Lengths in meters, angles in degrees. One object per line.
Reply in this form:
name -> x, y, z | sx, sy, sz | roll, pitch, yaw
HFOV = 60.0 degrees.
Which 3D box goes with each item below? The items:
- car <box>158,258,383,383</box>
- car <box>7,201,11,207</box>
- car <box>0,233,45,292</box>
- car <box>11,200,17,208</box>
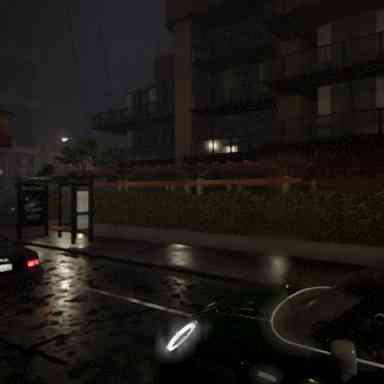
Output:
car -> 1.882, 1.352, 2.662 | 4.553, 1.767, 2.097 | 0, 0, 35
car -> -24.563, 1.473, 49.090 | 1.882, 1.535, 5.008 | 0, 0, 35
car -> -5.735, 1.547, 8.039 | 5.357, 1.411, 2.033 | 0, 0, 36
car -> -22.066, 1.500, 46.546 | 1.837, 1.490, 4.892 | 0, 0, 36
